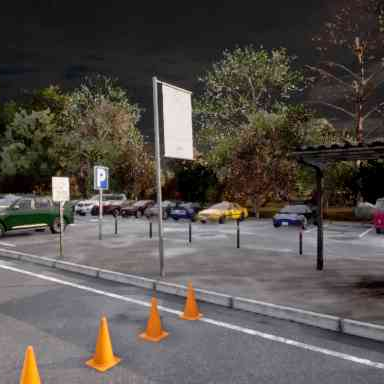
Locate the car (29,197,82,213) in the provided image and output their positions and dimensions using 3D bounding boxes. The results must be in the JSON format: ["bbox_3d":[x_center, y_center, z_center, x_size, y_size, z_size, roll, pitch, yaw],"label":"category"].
[{"bbox_3d":[-15.566,1.445,38.227,1.946,1.575,5.366,0,0,35],"label":"car"}]

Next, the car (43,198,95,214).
[{"bbox_3d":[-13.404,1.456,36.475,2.097,1.535,5.008,0,0,35],"label":"car"}]

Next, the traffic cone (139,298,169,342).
[{"bbox_3d":[-0.591,1.957,5.202,0.340,0.580,0.340,0,0,35],"label":"traffic cone"}]

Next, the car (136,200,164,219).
[{"bbox_3d":[-2.043,1.473,28.500,2.231,1.521,4.892,0,0,35],"label":"car"}]

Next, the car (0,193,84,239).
[{"bbox_3d":[-8.875,1.221,17.272,2.435,2.045,5.566,0,0,35],"label":"car"}]

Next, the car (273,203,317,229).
[{"bbox_3d":[7.018,1.513,22.085,2.163,1.488,4.792,0,0,35],"label":"car"}]

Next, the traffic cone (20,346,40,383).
[{"bbox_3d":[-1.741,1.957,3.570,0.340,0.580,0.340,0,0,35],"label":"traffic cone"}]

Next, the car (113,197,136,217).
[{"bbox_3d":[-4.314,1.469,30.096,2.097,1.535,5.008,0,0,35],"label":"car"}]

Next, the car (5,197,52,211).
[{"bbox_3d":[-20.200,1.453,41.295,2.163,1.488,4.792,0,0,35],"label":"car"}]

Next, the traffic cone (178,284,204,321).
[{"bbox_3d":[-0.015,1.957,6.018,0.340,0.580,0.340,0,0,36],"label":"traffic cone"}]

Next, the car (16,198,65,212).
[{"bbox_3d":[-17.957,1.470,39.647,2.163,1.488,4.792,0,0,35],"label":"car"}]

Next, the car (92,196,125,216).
[{"bbox_3d":[-6.585,1.467,31.693,2.097,1.535,5.008,0,0,35],"label":"car"}]

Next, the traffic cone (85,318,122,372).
[{"bbox_3d":[-1.166,1.957,4.386,0.340,0.580,0.340,0,0,35],"label":"traffic cone"}]

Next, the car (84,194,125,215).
[{"bbox_3d":[-8.875,1.213,33.262,2.435,2.045,5.566,0,0,35],"label":"car"}]

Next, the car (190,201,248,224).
[{"bbox_3d":[2.386,1.475,25.151,1.946,1.575,5.366,0,0,35],"label":"car"}]

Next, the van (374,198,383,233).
[{"bbox_3d":[11.642,1.264,19.012,1.878,1.987,4.442,0,0,35],"label":"van"}]

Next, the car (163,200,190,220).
[{"bbox_3d":[0.240,1.505,26.923,2.163,1.488,4.792,0,0,35],"label":"car"}]

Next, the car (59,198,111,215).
[{"bbox_3d":[-11.132,1.462,34.876,2.231,1.521,4.892,0,0,35],"label":"car"}]

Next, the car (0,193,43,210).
[{"bbox_3d":[-22.501,1.154,42.844,2.435,2.045,5.566,0,0,35],"label":"car"}]

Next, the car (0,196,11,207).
[{"bbox_3d":[-29.192,1.334,47.810,1.946,1.575,5.366,1,0,35],"label":"car"}]
